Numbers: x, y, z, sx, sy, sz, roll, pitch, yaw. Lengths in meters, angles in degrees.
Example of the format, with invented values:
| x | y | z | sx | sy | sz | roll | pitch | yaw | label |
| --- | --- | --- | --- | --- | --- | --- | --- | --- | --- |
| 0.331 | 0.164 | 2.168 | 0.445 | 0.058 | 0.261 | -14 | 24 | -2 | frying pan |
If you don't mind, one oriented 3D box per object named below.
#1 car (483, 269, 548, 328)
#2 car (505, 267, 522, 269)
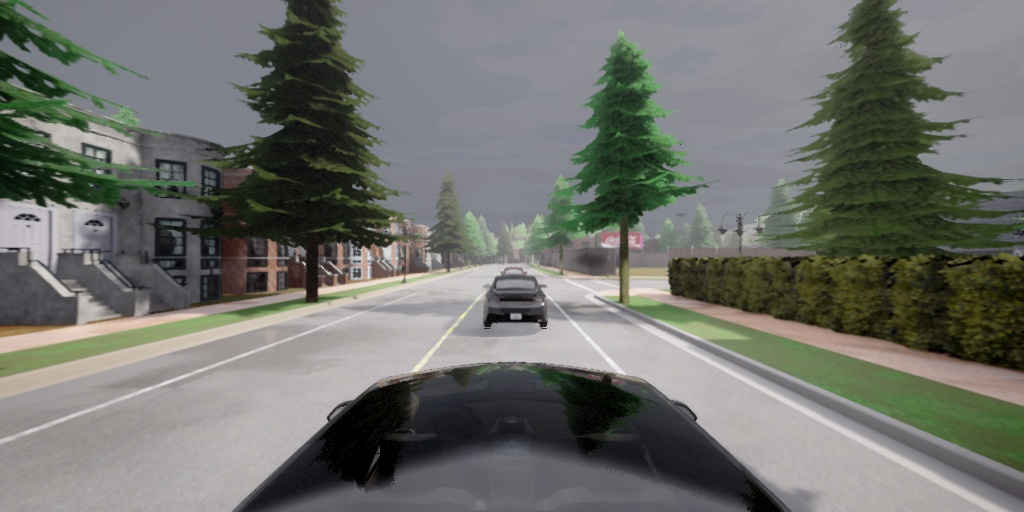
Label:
| x | y | z | sx | sy | sz | roll | pitch | yaw | label |
| --- | --- | --- | --- | --- | --- | --- | --- | --- | --- |
| 0.105 | 1.344 | 11.778 | 1.837 | 1.490 | 4.892 | 0 | 0 | 0 | car |
| 0.113 | 1.494 | 25.236 | 1.812 | 1.442 | 4.674 | 0 | 0 | 0 | car |
